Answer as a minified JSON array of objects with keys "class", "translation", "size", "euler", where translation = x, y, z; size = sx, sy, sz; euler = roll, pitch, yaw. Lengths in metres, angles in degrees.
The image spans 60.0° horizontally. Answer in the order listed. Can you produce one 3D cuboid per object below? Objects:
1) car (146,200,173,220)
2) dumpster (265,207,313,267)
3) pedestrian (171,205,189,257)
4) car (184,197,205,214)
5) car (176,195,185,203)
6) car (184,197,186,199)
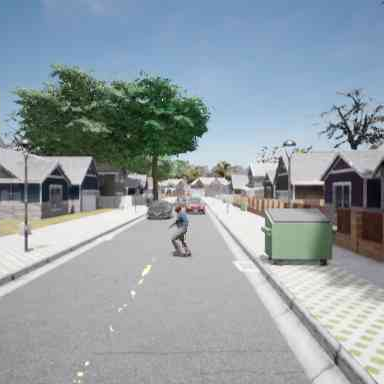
[{"class":"car","translation":[-2.621,1.462,27.677],"size":[1.837,1.490,4.892],"euler":[0,0,0]},{"class":"dumpster","translation":[3.105,1.382,10.903],"size":[1.020,1.700,1.940],"euler":[0,0,0]},{"class":"pedestrian","translation":[-0.415,1.282,11.321],"size":[0.375,1.860,0.375],"euler":[0,1,-10]},{"class":"car","translation":[0.375,1.543,34.560],"size":[1.895,1.301,4.718],"euler":[0,0,1]},{"class":"car","translation":[-2.198,1.389,68.046],"size":[1.812,1.442,4.674],"euler":[0,0,1]},{"class":"car","translation":[0.451,1.409,46.363],"size":[2.128,1.511,4.902],"euler":[0,0,1]}]
